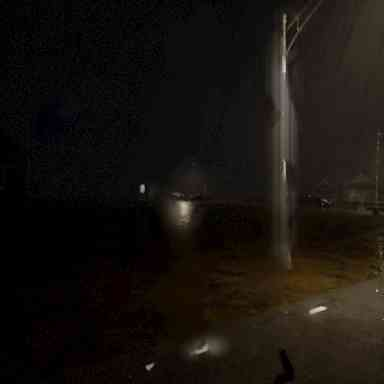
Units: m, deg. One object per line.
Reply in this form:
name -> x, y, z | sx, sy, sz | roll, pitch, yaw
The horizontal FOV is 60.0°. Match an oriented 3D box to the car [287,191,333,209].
car -> 14.091, 0.918, 40.103 | 2.150, 2.045, 5.566 | 2, 0, -35

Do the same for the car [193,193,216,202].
car -> 2.327, 1.061, 62.909 | 1.837, 1.490, 4.892 | 2, -1, -35

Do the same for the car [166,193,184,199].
car -> -3.714, 0.916, 71.435 | 1.895, 1.301, 4.718 | 2, -1, -35

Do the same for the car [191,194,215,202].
car -> 1.705, 1.051, 57.612 | 1.994, 1.385, 4.181 | 2, -1, -35
